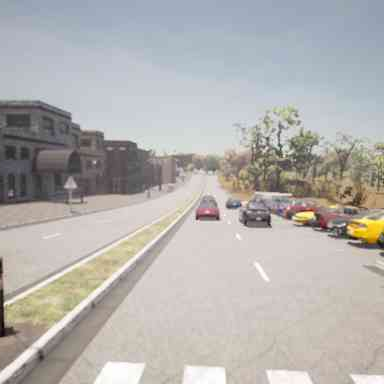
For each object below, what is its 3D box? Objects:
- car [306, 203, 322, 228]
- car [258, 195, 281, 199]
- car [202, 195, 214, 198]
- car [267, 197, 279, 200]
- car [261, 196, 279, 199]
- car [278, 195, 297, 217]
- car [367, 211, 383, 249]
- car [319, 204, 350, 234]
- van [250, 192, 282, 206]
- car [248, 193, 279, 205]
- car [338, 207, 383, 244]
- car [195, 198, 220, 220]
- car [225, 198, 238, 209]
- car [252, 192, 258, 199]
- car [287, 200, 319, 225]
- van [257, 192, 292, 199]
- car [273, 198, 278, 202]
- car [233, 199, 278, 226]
[{"bbox_3d":[9.712,1.638,19.873,4.792,1.488,2.163,1,0,3],"label":"car"},{"bbox_3d":[10.669,1.491,39.138,4.792,1.488,2.163,1,1,3],"label":"car"},{"bbox_3d":[2.108,1.151,43.069,2.097,1.767,4.553,1,1,3],"label":"car"},{"bbox_3d":[10.368,1.561,33.636,4.674,1.452,2.002,1,1,3],"label":"car"},{"bbox_3d":[10.473,1.524,36.393,4.792,1.488,2.163,1,1,3],"label":"car"},{"bbox_3d":[10.064,1.442,28.128,4.553,1.767,2.185,1,1,3],"label":"car"},{"bbox_3d":[9.268,1.620,11.626,4.892,1.521,2.231,1,0,3],"label":"car"},{"bbox_3d":[9.553,1.613,17.127,4.892,1.521,2.231,1,0,3],"label":"car"},{"bbox_3d":[11.075,1.072,50.150,4.442,1.987,1.878,1,1,3],"label":"van"},{"bbox_3d":[11.357,1.120,52.893,4.553,1.767,2.185,1,1,3],"label":"car"},{"bbox_3d":[9.405,1.617,14.378,5.008,1.535,2.097,1,0,3],"label":"car"},{"bbox_3d":[1.325,1.515,28.031,1.994,1.385,4.181,1,0,3],"label":"car"},{"bbox_3d":[5.390,1.412,43.193,1.994,1.385,4.181,1,1,3],"label":"car"},{"bbox_3d":[10.891,1.262,44.769,4.553,1.767,2.185,1,1,3],"label":"car"},{"bbox_3d":[9.635,1.591,22.640,5.366,1.575,1.946,1,0,3],"label":"car"},{"bbox_3d":[10.897,1.204,41.880,4.442,1.987,1.878,1,1,3],"label":"van"},{"bbox_3d":[10.227,1.585,30.886,4.674,1.452,2.002,1,1,3],"label":"car"},{"bbox_3d":[4.442,1.517,23.929,2.128,1.511,4.902,1,0,3],"label":"car"}]
